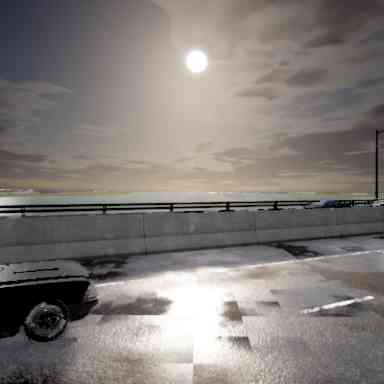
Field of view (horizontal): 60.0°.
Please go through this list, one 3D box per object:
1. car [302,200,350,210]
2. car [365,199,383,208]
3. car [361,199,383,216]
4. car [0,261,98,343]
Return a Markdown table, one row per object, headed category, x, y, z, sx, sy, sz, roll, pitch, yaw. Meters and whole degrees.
| category | x | y | z | sx | sy | sz | roll | pitch | yaw |
| --- | --- | --- | --- | --- | --- | --- | --- | --- | --- |
| car | 13.564 | 1.514 | 33.460 | 5.357 | 1.411 | 2.033 | 0 | 0 | -26 |
| car | 15.508 | 1.497 | 26.615 | 4.674 | 1.442 | 1.812 | 0 | 0 | -26 |
| car | 18.752 | 1.471 | 32.095 | 4.892 | 1.490 | 1.837 | 0 | 0 | -26 |
| car | -3.925 | 1.597 | 5.043 | 4.718 | 1.301 | 1.895 | 0 | 0 | -27 |
